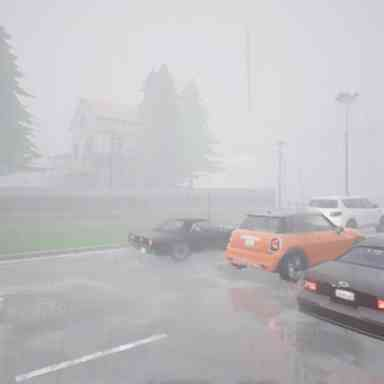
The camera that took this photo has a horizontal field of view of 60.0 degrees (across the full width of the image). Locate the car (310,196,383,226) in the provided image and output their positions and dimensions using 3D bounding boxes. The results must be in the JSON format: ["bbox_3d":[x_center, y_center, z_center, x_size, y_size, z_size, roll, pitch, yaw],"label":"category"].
[{"bbox_3d":[8.376,1.208,17.899,5.566,2.045,2.150,0,0,-36],"label":"car"}]

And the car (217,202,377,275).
[{"bbox_3d":[3.237,1.344,9.906,4.553,1.767,2.097,0,0,-36],"label":"car"}]

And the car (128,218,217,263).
[{"bbox_3d":[0.231,1.595,12.044,4.718,1.301,1.895,0,0,-36],"label":"car"}]

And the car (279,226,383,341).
[{"bbox_3d":[4.259,1.541,6.306,5.357,1.411,2.033,0,0,-36],"label":"car"}]
